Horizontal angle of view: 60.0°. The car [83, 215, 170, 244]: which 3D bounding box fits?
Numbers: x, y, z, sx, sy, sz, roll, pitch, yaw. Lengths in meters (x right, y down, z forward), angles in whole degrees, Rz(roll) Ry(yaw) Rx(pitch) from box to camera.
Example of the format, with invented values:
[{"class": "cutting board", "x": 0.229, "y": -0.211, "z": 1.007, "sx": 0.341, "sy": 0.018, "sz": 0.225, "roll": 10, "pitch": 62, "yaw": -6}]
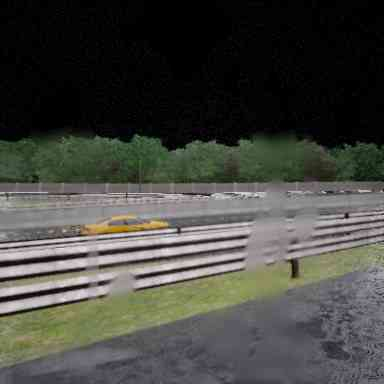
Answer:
[{"class": "car", "x": -3.685, "y": 2.092, "z": 19.224, "sx": 5.008, "sy": 1.535, "sz": 1.882, "roll": -3, "pitch": 2, "yaw": -22}]
